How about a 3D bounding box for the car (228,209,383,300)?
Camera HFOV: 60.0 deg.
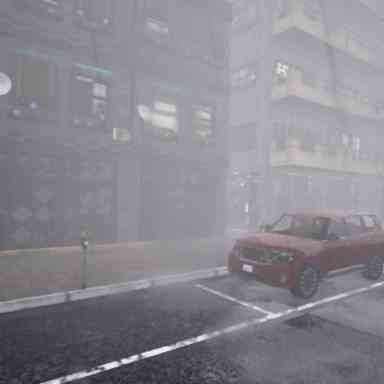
[{"bbox_3d":[3.303,1.418,8.892,5.009,1.841,2.192,1,1,-35],"label":"car"}]
